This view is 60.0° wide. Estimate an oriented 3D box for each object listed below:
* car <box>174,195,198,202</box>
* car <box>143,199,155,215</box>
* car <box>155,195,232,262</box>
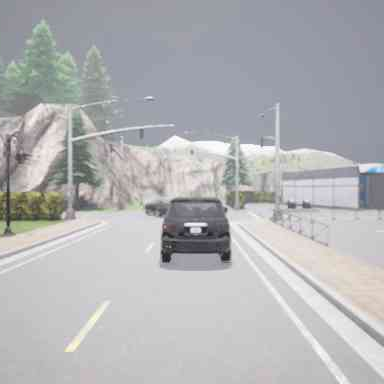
[{"bbox_3d":[-1.077,1.222,63.042,1.895,1.301,4.718,0,0,38],"label":"car"},{"bbox_3d":[-2.669,1.320,28.563,2.128,1.511,4.902,0,0,-28],"label":"car"},{"bbox_3d":[0.152,1.148,11.980,2.150,2.045,5.566,0,0,1],"label":"car"}]
